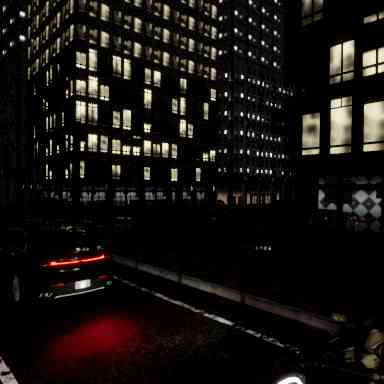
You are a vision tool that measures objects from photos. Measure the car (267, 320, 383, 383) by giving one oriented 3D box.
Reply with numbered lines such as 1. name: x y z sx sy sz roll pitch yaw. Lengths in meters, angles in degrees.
1. car: 2.420 1.352 1.331 2.097 1.767 4.553 0 0 -41

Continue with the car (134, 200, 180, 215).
1. car: -3.800 1.648 36.449 4.829 1.417 1.752 1 0 -40

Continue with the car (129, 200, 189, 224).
1. car: -2.559 1.524 26.520 5.009 1.841 2.192 1 0 -40

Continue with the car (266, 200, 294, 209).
1. car: 13.547 1.882 51.124 4.313 1.339 1.947 1 0 -40

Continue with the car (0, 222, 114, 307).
1. car: -3.662 1.501 8.124 1.837 1.490 4.892 0 0 -41

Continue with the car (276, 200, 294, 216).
1. car: 10.356 1.936 37.449 4.206 1.307 1.802 1 0 -40

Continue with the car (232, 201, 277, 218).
1. car: 6.180 1.833 33.915 4.829 1.417 1.752 1 0 -40
